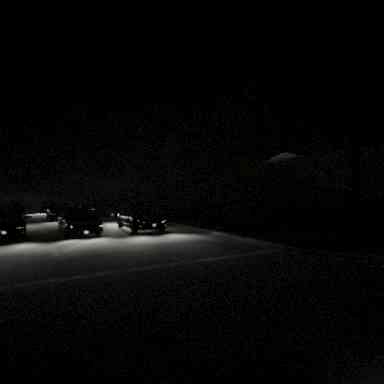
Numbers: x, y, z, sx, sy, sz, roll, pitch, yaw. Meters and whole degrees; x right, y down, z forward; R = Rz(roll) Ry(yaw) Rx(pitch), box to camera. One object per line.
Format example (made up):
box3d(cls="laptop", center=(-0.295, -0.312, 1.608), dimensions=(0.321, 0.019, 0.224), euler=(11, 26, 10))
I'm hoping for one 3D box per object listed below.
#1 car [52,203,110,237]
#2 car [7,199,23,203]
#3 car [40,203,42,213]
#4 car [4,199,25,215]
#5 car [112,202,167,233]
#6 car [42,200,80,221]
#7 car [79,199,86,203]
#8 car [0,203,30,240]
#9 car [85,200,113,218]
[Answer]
box3d(cls="car", center=(-6.345, 1.579, 18.583), dimensions=(2.033, 1.411, 5.357), euler=(0, 0, -27))
box3d(cls="car", center=(-13.944, 1.534, 25.805), dimensions=(1.882, 1.535, 5.008), euler=(0, 0, -27))
box3d(cls="car", center=(-16.229, 1.635, 38.059), dimensions=(1.994, 1.385, 4.181), euler=(0, 0, -27))
box3d(cls="car", center=(-19.109, 1.580, 35.995), dimensions=(1.837, 1.490, 4.892), euler=(0, 0, -27))
box3d(cls="car", center=(-3.097, 1.529, 19.924), dimensions=(1.837, 1.490, 4.892), euler=(0, 0, -27))
box3d(cls="car", center=(-11.099, 1.597, 27.920), dimensions=(2.033, 1.411, 5.357), euler=(0, 0, -27))
box3d(cls="car", center=(-12.134, 1.586, 37.713), dimensions=(1.812, 1.442, 4.674), euler=(0, 0, -27))
box3d(cls="car", center=(-9.381, 1.542, 16.834), dimensions=(1.837, 1.490, 4.892), euler=(0, 0, -27))
box3d(cls="car", center=(-7.363, 1.531, 28.307), dimensions=(2.128, 1.511, 4.902), euler=(0, 0, -27))
